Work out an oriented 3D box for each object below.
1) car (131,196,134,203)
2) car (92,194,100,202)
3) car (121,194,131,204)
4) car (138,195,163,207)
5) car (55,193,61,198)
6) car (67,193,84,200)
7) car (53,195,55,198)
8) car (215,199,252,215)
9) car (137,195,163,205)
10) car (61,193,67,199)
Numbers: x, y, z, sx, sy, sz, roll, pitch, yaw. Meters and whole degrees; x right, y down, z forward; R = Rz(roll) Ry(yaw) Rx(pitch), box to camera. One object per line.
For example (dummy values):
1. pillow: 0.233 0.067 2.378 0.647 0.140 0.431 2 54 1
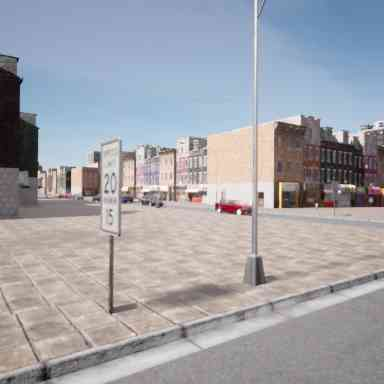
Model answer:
1. car: -11.823 1.094 57.878 1.837 1.490 4.892 1 0 -35
2. car: -16.064 1.058 58.638 1.812 1.442 4.674 1 0 -35
3. car: -12.014 1.065 52.927 1.882 1.535 5.008 1 0 -35
4. car: -5.519 1.248 44.405 1.947 1.339 4.313 1 0 -35
5. car: -30.895 0.911 80.290 1.887 1.381 4.507 1 0 -35
6. car: -24.551 0.983 71.318 2.008 1.369 4.403 1 0 -35
7. car: -33.969 0.862 84.636 1.752 1.417 4.829 1 0 -35
8. car: 3.996 1.386 30.949 1.887 1.381 4.507 2 0 -35
9. car: -6.417 1.170 50.321 1.837 1.490 4.892 1 0 -35
10. car: -27.723 0.943 75.804 1.887 1.381 4.507 1 0 -35
